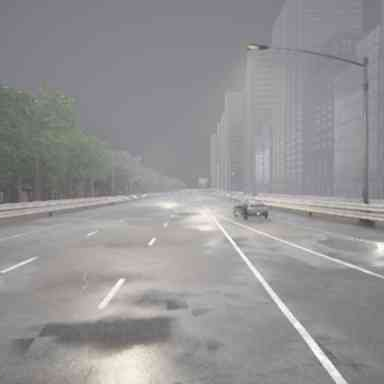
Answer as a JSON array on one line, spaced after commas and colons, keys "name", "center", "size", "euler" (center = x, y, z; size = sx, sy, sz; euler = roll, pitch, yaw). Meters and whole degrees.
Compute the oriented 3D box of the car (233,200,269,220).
[{"name": "car", "center": [4.534, 1.346, 26.124], "size": [2.128, 1.511, 4.902], "euler": [0, 0, -5]}]
